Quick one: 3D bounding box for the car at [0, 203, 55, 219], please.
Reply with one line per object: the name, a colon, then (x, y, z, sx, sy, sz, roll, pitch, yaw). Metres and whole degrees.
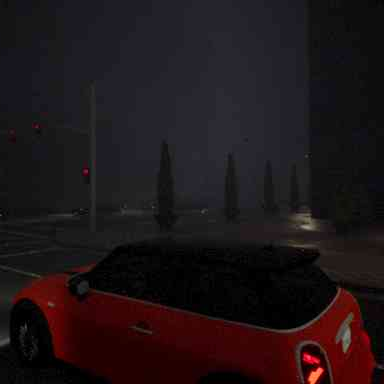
car: (-15.225, 1.690, 30.578, 1.895, 1.301, 4.718, 0, 0, 36)

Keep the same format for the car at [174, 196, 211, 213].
car: (-0.257, 1.546, 38.989, 1.882, 1.535, 5.008, 0, 0, 36)

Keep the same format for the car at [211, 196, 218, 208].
car: (2.098, 1.605, 48.528, 1.812, 1.442, 4.674, 0, 0, 36)

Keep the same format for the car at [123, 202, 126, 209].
car: (-9.767, 1.581, 38.124, 2.128, 1.511, 4.902, 0, 0, 36)

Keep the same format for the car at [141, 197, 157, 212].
car: (-3.716, 1.301, 40.515, 2.150, 2.045, 5.566, 0, 0, 36)

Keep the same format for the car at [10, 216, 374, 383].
car: (-0.336, 1.359, 4.233, 4.553, 1.767, 2.097, 0, 0, 36)

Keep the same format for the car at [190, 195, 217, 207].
car: (1.892, 1.442, 54.189, 2.097, 1.767, 4.553, 0, 0, 36)

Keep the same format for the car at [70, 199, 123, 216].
car: (-9.441, 1.680, 32.604, 1.895, 1.301, 4.718, 0, 0, 36)
